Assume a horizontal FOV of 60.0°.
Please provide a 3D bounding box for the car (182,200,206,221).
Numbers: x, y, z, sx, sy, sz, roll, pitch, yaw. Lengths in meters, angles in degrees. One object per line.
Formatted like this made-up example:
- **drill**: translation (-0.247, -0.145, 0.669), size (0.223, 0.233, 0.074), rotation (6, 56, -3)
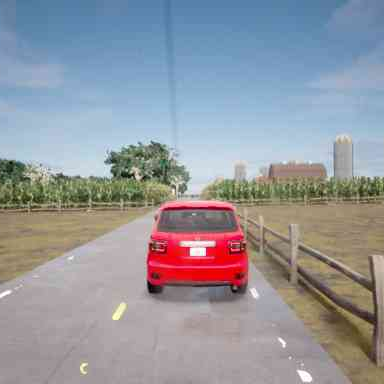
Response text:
- **car**: translation (0.161, 1.483, 28.126), size (1.837, 1.490, 4.892), rotation (0, 0, 0)

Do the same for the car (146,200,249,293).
- **car**: translation (0.117, 1.220, 8.959), size (2.150, 2.045, 5.566), rotation (0, 0, 0)
